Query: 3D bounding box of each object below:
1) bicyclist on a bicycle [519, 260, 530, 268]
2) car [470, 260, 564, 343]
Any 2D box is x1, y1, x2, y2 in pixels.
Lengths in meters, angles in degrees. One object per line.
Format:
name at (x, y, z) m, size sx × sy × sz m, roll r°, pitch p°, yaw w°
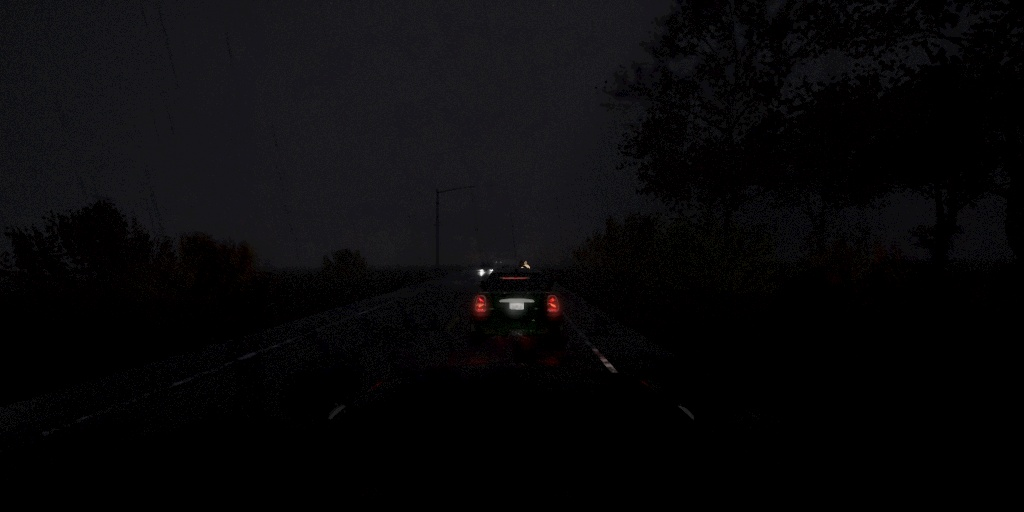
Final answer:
bicyclist on a bicycle at (0.975, 1.175, 25.641) m, size 0.866 × 1.612 × 1.509 m, roll 0°, pitch 0°, yaw 1°
car at (0.113, 1.098, 9.818) m, size 2.097 × 1.767 × 4.553 m, roll 0°, pitch 0°, yaw 0°
